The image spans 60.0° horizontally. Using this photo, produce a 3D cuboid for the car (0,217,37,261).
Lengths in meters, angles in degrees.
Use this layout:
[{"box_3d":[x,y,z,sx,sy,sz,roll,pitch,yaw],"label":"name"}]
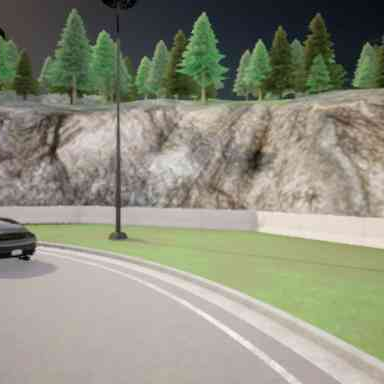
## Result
[{"box_3d":[-7.317,1.587,11.452,4.892,1.490,1.837,0,-1,34],"label":"car"}]
